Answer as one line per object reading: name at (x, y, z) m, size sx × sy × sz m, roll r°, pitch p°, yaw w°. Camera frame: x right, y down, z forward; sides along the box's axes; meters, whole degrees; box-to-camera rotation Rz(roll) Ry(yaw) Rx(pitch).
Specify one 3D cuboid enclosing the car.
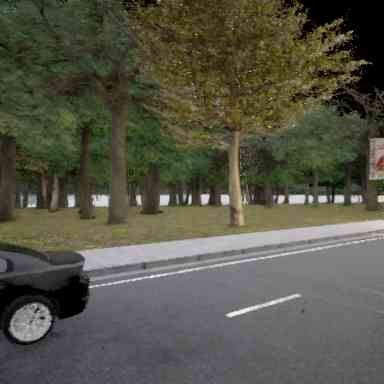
car at (-4.060, 1.479, 4.779) m, size 5.008 × 1.535 × 1.882 m, roll 0°, pitch 0°, yaw -35°
